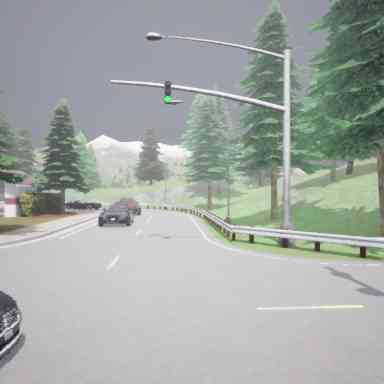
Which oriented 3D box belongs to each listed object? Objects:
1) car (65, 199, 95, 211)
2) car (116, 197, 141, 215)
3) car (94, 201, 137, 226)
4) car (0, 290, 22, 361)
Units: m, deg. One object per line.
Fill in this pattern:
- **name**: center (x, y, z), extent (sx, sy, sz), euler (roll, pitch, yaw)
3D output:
- **car**: center (-13.303, 1.546, 39.993), extent (4.718, 1.301, 1.895), euler (0, 0, 12)
- **car**: center (-6.387, 1.304, 32.559), extent (2.097, 1.767, 4.553), euler (0, 0, -22)
- **car**: center (-5.113, 1.529, 22.816), extent (1.994, 1.385, 4.181), euler (0, 0, -5)
- **car**: center (-4.828, 1.572, 4.232), extent (4.892, 1.490, 1.837), euler (1, 0, -4)
